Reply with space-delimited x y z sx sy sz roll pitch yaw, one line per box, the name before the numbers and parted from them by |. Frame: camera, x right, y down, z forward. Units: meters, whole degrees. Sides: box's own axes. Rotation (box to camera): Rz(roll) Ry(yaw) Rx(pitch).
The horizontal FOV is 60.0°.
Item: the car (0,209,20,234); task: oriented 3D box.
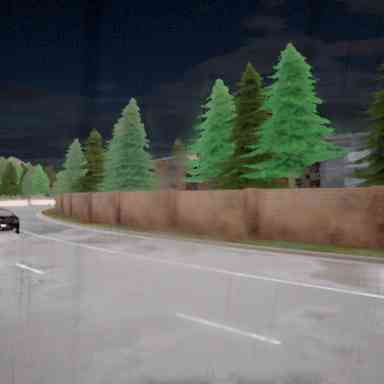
car | -12.217 1.770 20.722 1.882 1.535 5.008 0 -1 -40
